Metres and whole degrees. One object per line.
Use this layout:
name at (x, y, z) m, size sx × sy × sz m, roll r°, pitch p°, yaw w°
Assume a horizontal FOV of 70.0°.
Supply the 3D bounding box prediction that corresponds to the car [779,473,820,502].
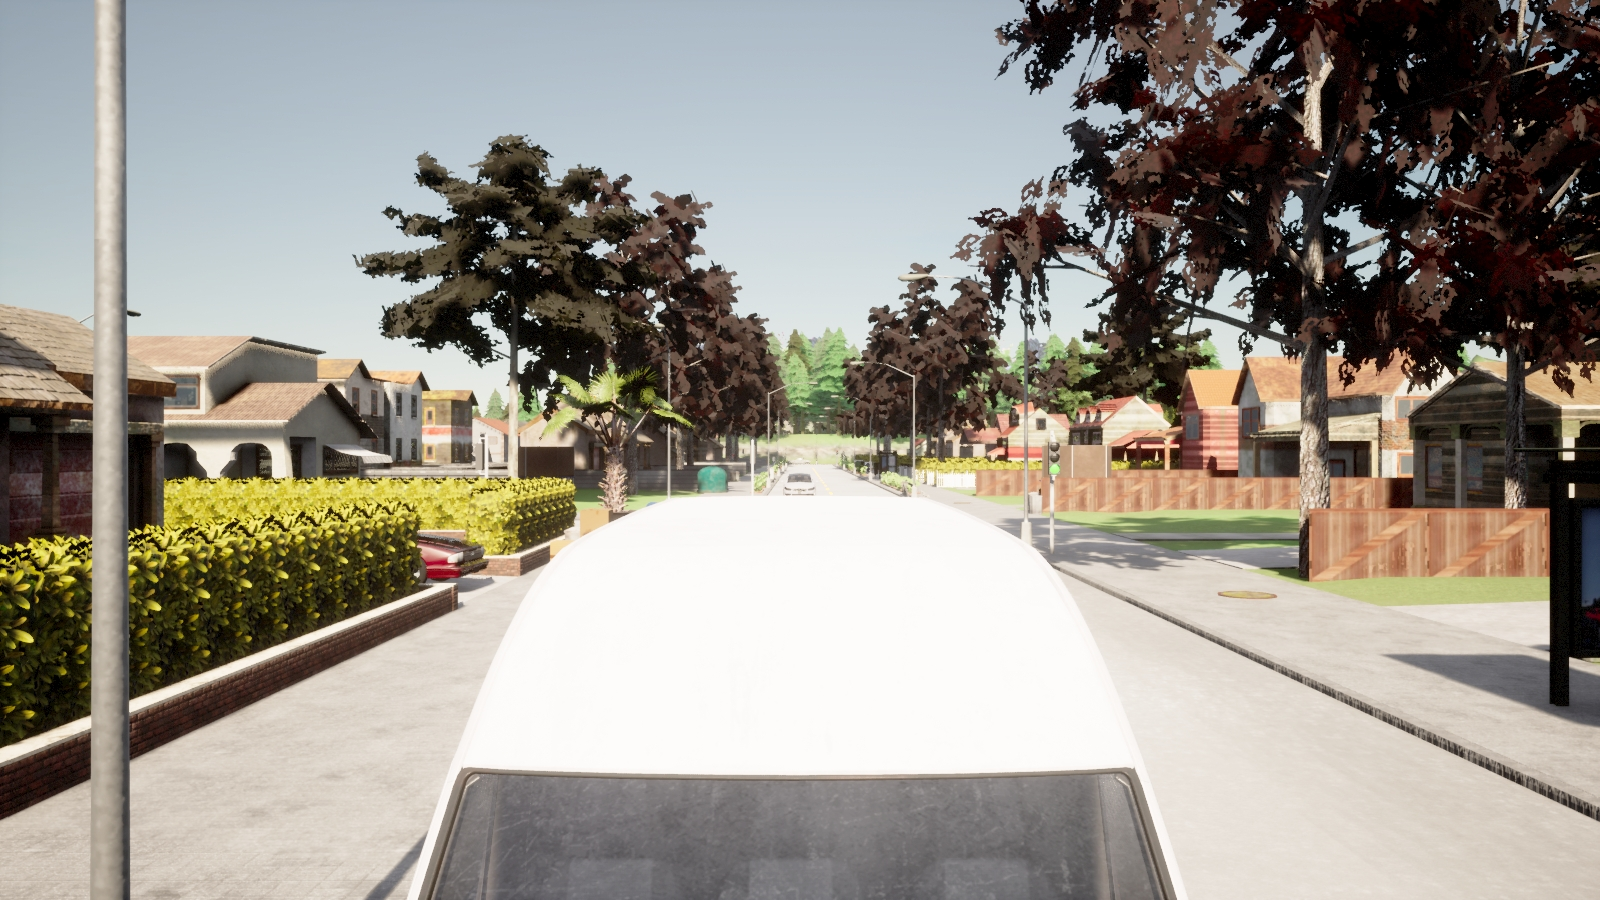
car at (-0.024, 2.087, 64.511) m, size 2.231 × 1.480 × 4.892 m, roll 0°, pitch 0°, yaw 0°

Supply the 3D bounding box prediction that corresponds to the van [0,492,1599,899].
van at (0.002, 1.537, 4.030) m, size 1.988 × 2.561 × 5.915 m, roll 0°, pitch 0°, yaw 0°

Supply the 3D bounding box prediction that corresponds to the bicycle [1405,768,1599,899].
bicycle at (2.687, 2.062, 3.843) m, size 0.329 × 1.471 × 1.835 m, roll 0°, pitch 0°, yaw 0°
